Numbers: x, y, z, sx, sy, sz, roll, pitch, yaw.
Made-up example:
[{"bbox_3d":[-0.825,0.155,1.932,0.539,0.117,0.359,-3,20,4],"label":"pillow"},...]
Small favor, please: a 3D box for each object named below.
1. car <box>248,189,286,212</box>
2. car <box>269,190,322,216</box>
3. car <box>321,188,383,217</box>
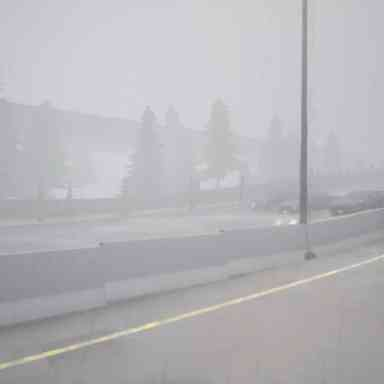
[{"bbox_3d":[6.426,0.596,25.749,4.902,1.511,2.128,-6,3,-35],"label":"car"},{"bbox_3d":[8.034,0.695,22.601,5.357,1.411,2.033,-6,3,-35],"label":"car"},{"bbox_3d":[10.210,0.610,19.852,5.008,1.535,1.882,-6,3,-35],"label":"car"}]
